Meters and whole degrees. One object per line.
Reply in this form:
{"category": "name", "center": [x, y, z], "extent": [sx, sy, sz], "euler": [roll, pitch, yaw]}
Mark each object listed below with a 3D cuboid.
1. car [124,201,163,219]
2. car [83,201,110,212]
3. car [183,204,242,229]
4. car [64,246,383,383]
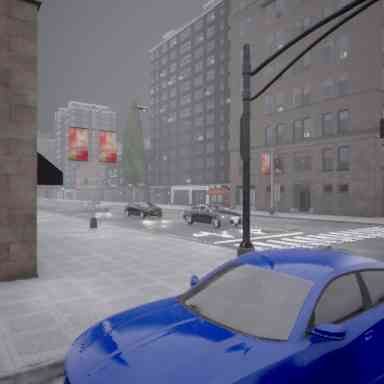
{"category": "car", "center": [-4.538, 1.579, 30.659], "extent": [1.882, 1.535, 5.008], "euler": [0, 0, -35]}
{"category": "car", "center": [-11.639, 1.748, 40.574], "extent": [1.895, 1.301, 4.718], "euler": [0, 0, -35]}
{"category": "car", "center": [1.284, 1.554, 22.549], "extent": [2.128, 1.511, 4.902], "euler": [0, 0, -36]}
{"category": "car", "center": [1.130, 1.477, 3.896], "extent": [5.008, 1.535, 1.882], "euler": [0, 0, -36]}
